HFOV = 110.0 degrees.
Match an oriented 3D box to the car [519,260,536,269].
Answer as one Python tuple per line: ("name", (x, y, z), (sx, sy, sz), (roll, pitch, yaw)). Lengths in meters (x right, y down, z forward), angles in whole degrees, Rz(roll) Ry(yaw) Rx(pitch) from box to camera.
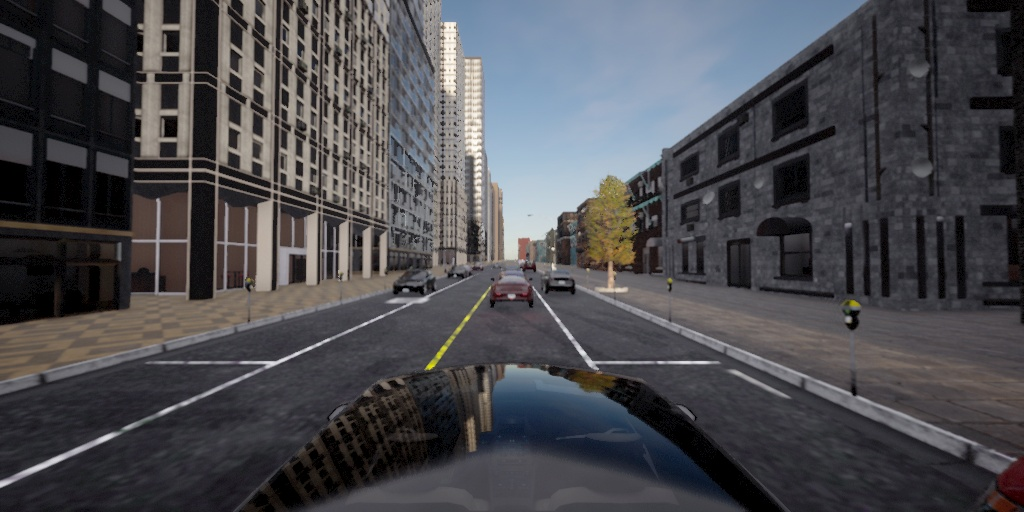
("car", (2.643, 1.536, 54.720), (2.192, 1.841, 5.009), (0, 0, 0))

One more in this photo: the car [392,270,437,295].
("car", (-5.707, 1.497, 21.435), (1.948, 1.339, 4.313), (0, 0, 0))

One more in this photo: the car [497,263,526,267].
("car", (-0.022, 1.582, 31.180), (1.994, 1.385, 4.181), (0, 0, 0))

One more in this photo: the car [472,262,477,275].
("car", (-5.728, 1.708, 43.617), (1.802, 1.307, 4.207), (0, 0, 0))

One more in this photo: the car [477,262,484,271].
("car", (-5.743, 1.708, 60.255), (1.967, 1.591, 4.097), (0, 0, 0))

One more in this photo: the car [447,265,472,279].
("car", (-5.723, 1.643, 38.072), (1.948, 1.339, 4.313), (0, 0, 0))

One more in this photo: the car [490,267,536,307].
("car", (-0.008, 1.410, 16.229), (1.812, 1.442, 4.674), (0, 0, 0))

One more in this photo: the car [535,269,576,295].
("car", (2.674, 1.497, 21.445), (1.948, 1.339, 4.313), (0, 0, 0))
